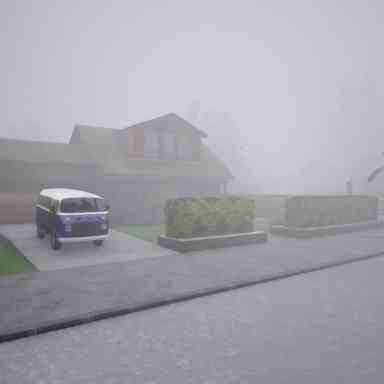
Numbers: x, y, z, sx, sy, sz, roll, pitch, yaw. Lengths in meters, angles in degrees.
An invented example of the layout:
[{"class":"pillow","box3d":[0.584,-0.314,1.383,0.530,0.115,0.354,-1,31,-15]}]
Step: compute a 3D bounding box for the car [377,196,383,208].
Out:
[{"class":"car","box3d":[24.555,0.984,41.393,3.866,1.878,1.905,0,0,-1]}]
